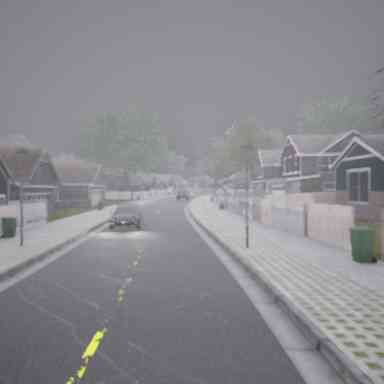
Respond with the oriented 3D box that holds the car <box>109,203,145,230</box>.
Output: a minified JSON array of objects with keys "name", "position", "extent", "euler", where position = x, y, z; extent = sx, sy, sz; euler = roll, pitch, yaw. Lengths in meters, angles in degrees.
[{"name":"car","position":[-4.088,1.496,21.320],"extent":[1.837,1.490,4.892],"euler":[0,0,-4]}]

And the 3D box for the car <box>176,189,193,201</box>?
[{"name":"car","position":[-1.655,0.530,62.496],"extent":[2.150,2.045,5.566],"euler":[0,1,4]}]
